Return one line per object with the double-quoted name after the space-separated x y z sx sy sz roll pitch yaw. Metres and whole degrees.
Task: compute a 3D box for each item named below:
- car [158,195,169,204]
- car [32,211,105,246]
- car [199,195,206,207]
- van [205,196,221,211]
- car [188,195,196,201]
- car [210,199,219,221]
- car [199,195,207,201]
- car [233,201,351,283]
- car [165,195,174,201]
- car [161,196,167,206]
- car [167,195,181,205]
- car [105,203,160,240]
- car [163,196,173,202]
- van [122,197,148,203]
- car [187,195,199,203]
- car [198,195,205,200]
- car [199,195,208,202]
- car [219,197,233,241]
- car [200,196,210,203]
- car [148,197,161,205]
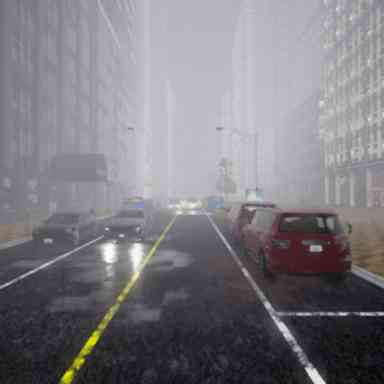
-5.670 1.430 66.552 1.967 1.590 4.097 0 0 0 "car"
-5.681 1.562 15.349 1.947 1.339 4.313 0 0 0 "car"
2.360 1.448 49.909 1.801 1.575 5.366 0 0 0 "car"
2.706 1.333 38.084 1.690 1.788 3.998 0 0 0 "van"
0.015 1.383 79.576 1.994 1.385 4.181 0 0 0 "car"
2.702 1.519 26.875 1.752 1.417 4.829 0 0 0 "car"
2.712 1.535 83.595 1.887 1.381 4.507 0 0 0 "car"
2.700 1.313 9.639 2.192 1.841 5.009 0 0 0 "car"
-5.668 1.535 83.618 1.887 1.381 4.507 0 0 0 "car"
-5.674 1.541 55.173 2.008 1.369 4.403 0 0 0 "car"
-3.033 1.591 58.460 1.895 1.301 4.718 0 0 1 "car"
-3.097 1.543 17.339 2.033 1.411 5.357 0 0 0 "car"
-5.670 1.541 77.930 2.008 1.369 4.403 0 0 0 "car"
-5.676 1.334 32.416 1.690 1.788 3.998 0 0 0 "van"
0.013 1.504 66.855 1.812 1.442 4.674 0 0 0 "car"
2.714 1.542 94.973 2.008 1.369 4.403 0 0 0 "car"
2.711 1.430 77.905 1.967 1.590 4.097 0 0 0 "car"
2.701 1.312 15.327 2.192 1.841 5.009 0 0 0 "car"
2.710 1.541 72.217 2.008 1.369 4.403 0 0 0 "car"
-5.676 1.557 43.795 1.947 1.339 4.313 0 0 0 "car"
